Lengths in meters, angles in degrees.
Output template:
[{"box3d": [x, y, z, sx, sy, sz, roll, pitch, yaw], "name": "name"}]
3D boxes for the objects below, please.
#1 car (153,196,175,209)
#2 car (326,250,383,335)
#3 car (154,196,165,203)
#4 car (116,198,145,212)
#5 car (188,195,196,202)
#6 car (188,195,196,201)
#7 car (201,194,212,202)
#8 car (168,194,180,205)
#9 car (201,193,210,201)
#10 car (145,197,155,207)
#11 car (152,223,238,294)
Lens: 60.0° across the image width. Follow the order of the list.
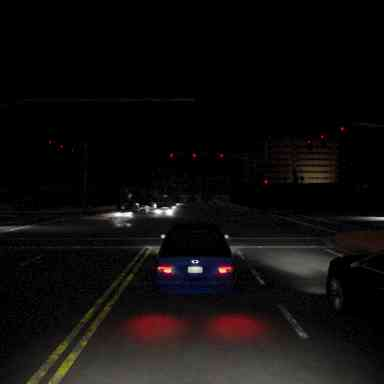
[{"box3d": [-3.632, 1.601, 44.094, 1.895, 1.301, 4.718, 0, 0, 0], "name": "car"}, {"box3d": [3.559, 1.491, 4.683, 2.128, 1.511, 4.902, 0, 0, 0], "name": "car"}, {"box3d": [-7.061, 1.539, 72.566, 2.033, 1.411, 5.357, 0, 0, 0], "name": "car"}, {"box3d": [-7.405, 1.491, 38.875, 2.128, 1.511, 4.902, 0, 0, 4], "name": "car"}, {"box3d": [-0.063, 1.531, 74.426, 2.033, 1.411, 5.357, 0, 0, 0], "name": "car"}, {"box3d": [-0.072, 1.424, 84.700, 1.994, 1.385, 4.181, 0, 0, 0], "name": "car"}, {"box3d": [3.437, 1.343, 74.719, 2.097, 1.767, 4.553, 0, 0, 0], "name": "car"}, {"box3d": [-3.634, 1.491, 54.820, 2.128, 1.511, 4.902, 0, 0, 0], "name": "car"}, {"box3d": [3.428, 1.227, 84.675, 2.097, 1.767, 4.553, 0, 0, 0], "name": "car"}, {"box3d": [-7.136, 1.547, 50.627, 2.033, 1.411, 5.357, 0, 0, 0], "name": "car"}, {"box3d": [0.075, 1.547, 8.926, 2.033, 1.411, 5.357, 0, 0, 0], "name": "car"}]
